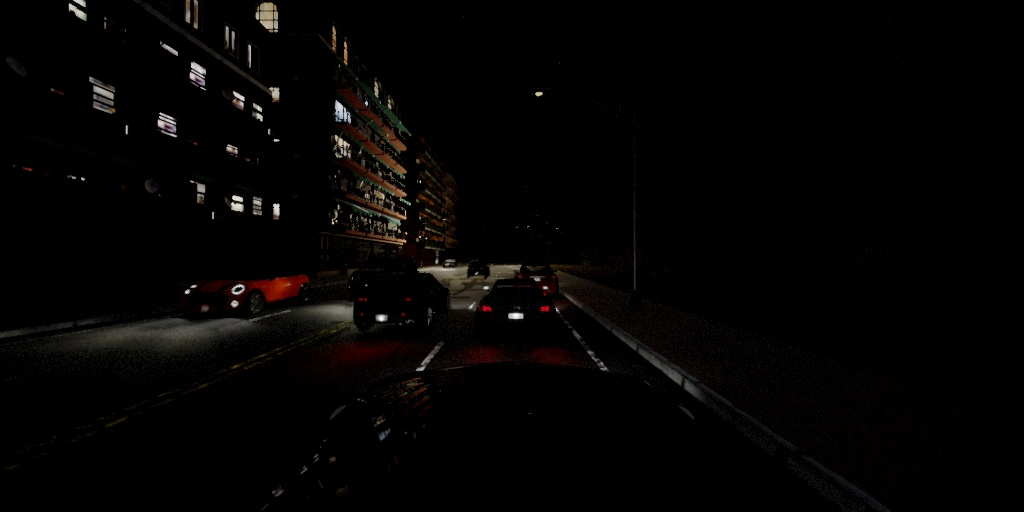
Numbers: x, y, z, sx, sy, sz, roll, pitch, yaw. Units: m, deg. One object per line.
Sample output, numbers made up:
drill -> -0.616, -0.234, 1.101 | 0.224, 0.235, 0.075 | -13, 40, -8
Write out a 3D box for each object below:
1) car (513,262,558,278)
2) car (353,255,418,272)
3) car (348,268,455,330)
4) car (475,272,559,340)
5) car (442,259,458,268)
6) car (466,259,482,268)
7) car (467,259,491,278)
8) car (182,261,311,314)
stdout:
car -> 1.161, 1.103, 18.615 | 2.097, 1.767, 4.553 | 0, 0, 0
car -> -6.575, 0.973, 19.055 | 2.150, 2.045, 5.566 | 0, 0, 0
car -> -3.137, 1.254, 11.051 | 1.837, 1.490, 4.892 | 0, 0, 0
car -> 0.106, 1.315, 10.036 | 1.994, 1.385, 4.181 | 0, 0, 1
car -> -9.756, 1.241, 56.732 | 2.128, 1.511, 4.902 | 0, 0, 0
car -> -6.483, 1.297, 61.362 | 2.033, 1.411, 5.357 | 0, 0, 0
car -> -3.103, 1.259, 33.947 | 1.837, 1.490, 4.892 | 0, 1, 0
car -> -9.833, 1.103, 13.732 | 2.097, 1.767, 4.553 | 0, 0, 0
